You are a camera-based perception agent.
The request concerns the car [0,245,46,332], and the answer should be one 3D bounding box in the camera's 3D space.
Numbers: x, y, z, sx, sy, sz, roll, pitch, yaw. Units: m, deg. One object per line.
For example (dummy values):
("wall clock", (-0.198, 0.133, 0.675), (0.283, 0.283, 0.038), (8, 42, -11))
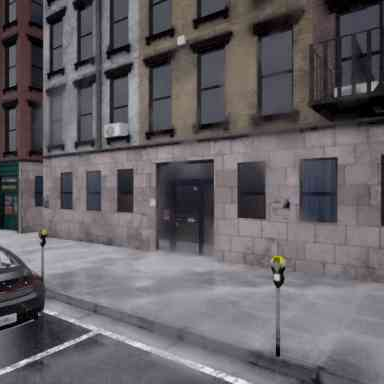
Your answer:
("car", (-4.360, 1.550, 5.909), (4.403, 1.369, 2.008), (0, 0, 35))
